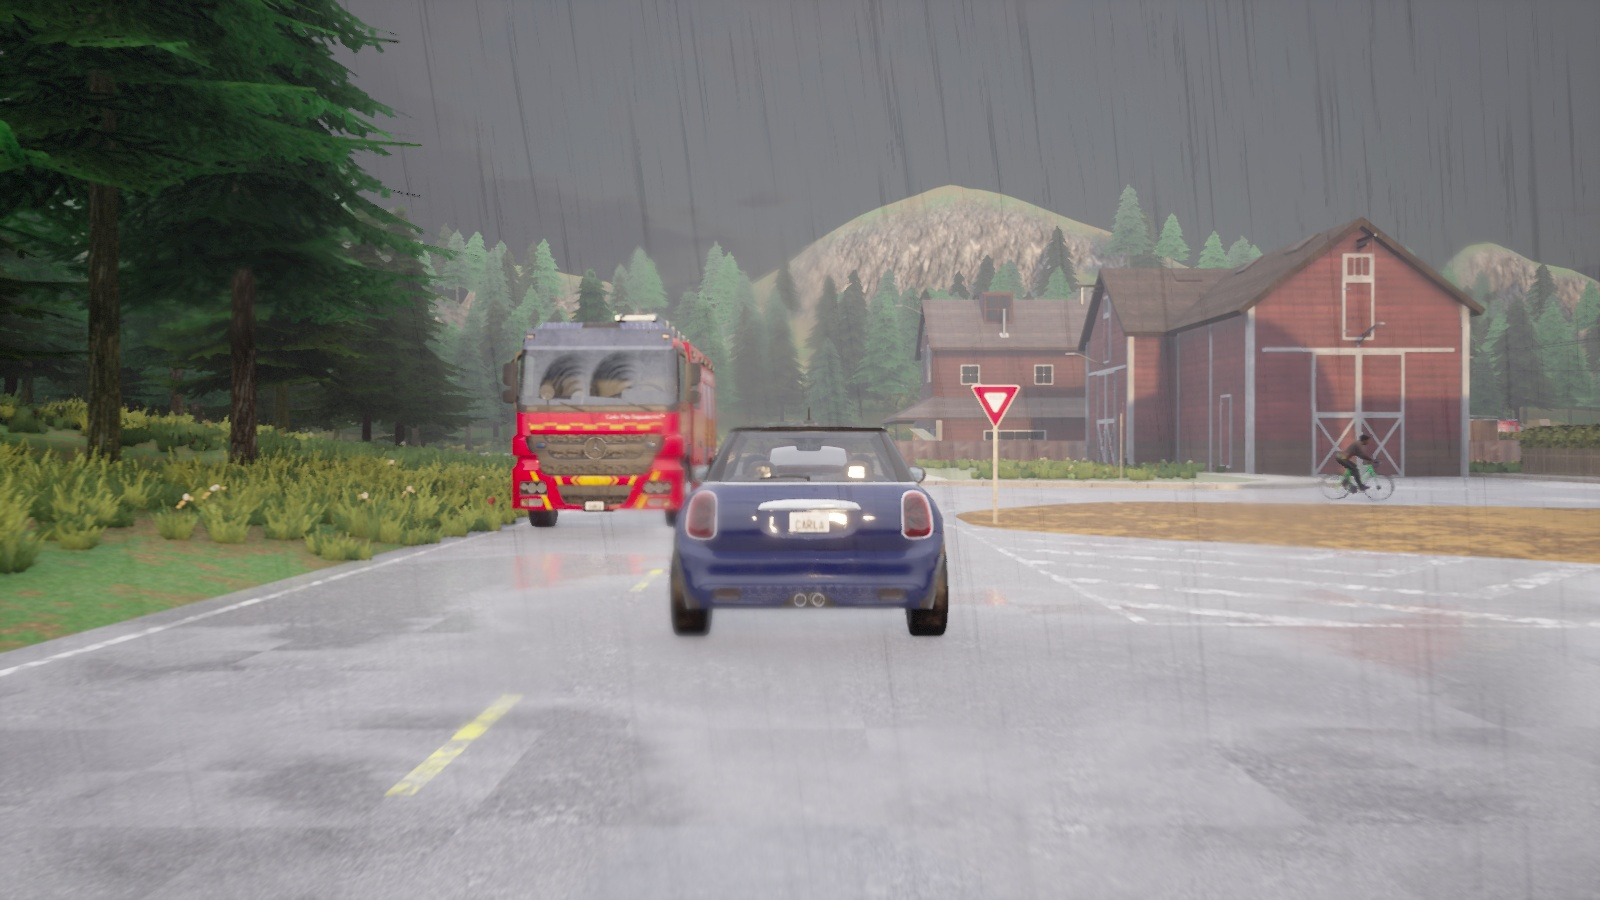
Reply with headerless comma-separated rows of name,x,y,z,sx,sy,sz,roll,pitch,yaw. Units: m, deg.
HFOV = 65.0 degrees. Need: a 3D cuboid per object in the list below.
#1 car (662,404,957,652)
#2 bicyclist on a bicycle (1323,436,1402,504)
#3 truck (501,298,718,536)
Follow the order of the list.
car,0.079,0.542,11.216,2.097,1.767,4.553,0,0,0
bicyclist on a bicycle,13.697,0.468,30.611,1.656,1.620,0.582,1,1,14
truck,-3.345,-0.558,24.428,2.891,3.827,8.468,0,0,0
